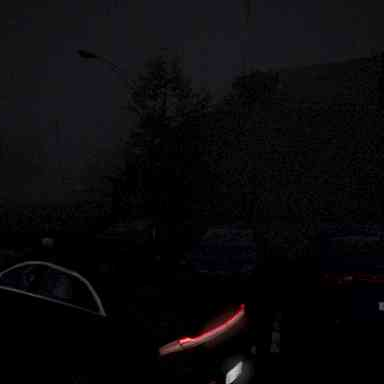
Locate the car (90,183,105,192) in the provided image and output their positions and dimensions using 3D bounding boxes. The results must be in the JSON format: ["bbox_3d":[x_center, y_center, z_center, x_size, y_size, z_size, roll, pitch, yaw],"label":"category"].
[{"bbox_3d":[-21.600,-0.839,70.826,4.792,1.488,2.163,1,5,35],"label":"car"}]

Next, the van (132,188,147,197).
[{"bbox_3d":[-10.469,-0.168,57.668,4.442,1.987,1.878,4,6,37],"label":"van"}]

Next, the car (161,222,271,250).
[{"bbox_3d":[1.055,1.553,8.749,2.002,1.452,4.674,0,-1,17],"label":"car"}]

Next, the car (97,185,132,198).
[{"bbox_3d":[-13.084,0.227,56.147,5.008,1.535,2.097,4,6,37],"label":"car"}]

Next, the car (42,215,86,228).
[{"bbox_3d":[-3.662,1.592,12.334,2.163,1.488,4.792,0,-1,18],"label":"car"}]

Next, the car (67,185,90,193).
[{"bbox_3d":[-24.049,-0.650,69.169,4.674,1.452,2.002,1,5,35],"label":"car"}]

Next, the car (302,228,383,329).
[{"bbox_3d":[3.431,1.490,7.002,2.097,1.535,5.008,0,-1,16],"label":"car"}]

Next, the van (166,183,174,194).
[{"bbox_3d":[-5.618,-0.532,61.033,4.442,1.987,1.878,4,7,37],"label":"van"}]

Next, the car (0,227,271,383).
[{"bbox_3d":[-1.554,1.518,4.590,4.902,1.511,2.128,0,0,36],"label":"car"}]

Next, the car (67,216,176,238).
[{"bbox_3d":[-1.323,1.537,10.509,2.231,1.521,4.892,0,-1,17],"label":"car"}]

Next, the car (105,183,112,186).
[{"bbox_3d":[-19.183,-1.172,72.482,4.553,1.767,2.185,1,5,35],"label":"car"}]

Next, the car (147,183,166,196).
[{"bbox_3d":[-8.069,-0.377,59.362,5.566,2.045,2.435,4,7,37],"label":"car"}]
